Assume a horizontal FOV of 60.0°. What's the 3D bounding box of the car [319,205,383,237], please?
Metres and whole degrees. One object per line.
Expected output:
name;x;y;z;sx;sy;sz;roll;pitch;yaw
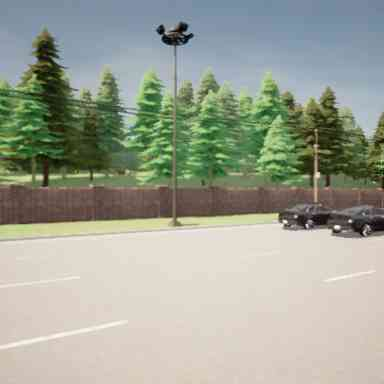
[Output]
car;9.351;1.492;17.864;4.892;1.490;1.837;-1;0;-30

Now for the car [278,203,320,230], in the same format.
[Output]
car;7.589;1.486;20.889;4.892;1.490;1.837;-1;0;-30
